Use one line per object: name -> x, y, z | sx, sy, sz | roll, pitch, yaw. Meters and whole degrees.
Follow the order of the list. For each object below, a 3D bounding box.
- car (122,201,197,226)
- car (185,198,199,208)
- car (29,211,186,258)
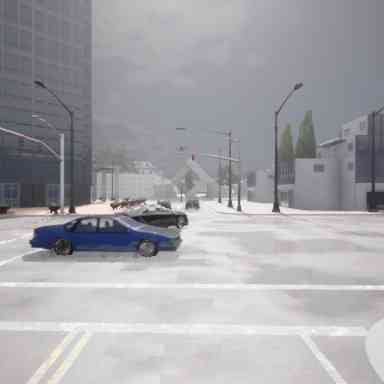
car -> -2.338, 1.511, 19.601 | 2.128, 1.511, 4.902 | 1, 1, 45
car -> 0.068, 1.525, 47.019 | 1.812, 1.442, 4.674 | 0, 0, 0
car -> -3.089, 1.565, 12.329 | 5.357, 1.411, 2.033 | 0, 0, 5
